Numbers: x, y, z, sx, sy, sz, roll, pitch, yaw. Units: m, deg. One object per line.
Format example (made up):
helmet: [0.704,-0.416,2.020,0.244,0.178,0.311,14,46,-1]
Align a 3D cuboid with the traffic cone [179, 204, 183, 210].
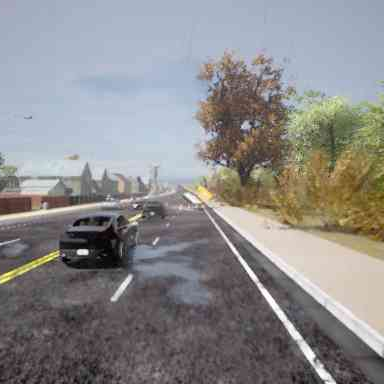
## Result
traffic cone: [-1.382,1.887,39.436,0.340,0.580,0.340,0,0,0]

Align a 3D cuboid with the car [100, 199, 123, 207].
car: [-9.837,1.529,40.952,1.895,1.301,4.718,0,0,0]

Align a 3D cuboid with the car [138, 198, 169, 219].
car: [-3.150,1.458,28.880,1.837,1.490,4.892,0,0,0]

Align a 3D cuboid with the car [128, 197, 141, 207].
car: [-6.589,1.422,40.837,2.128,1.511,4.902,0,0,0]

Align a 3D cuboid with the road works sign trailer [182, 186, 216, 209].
road works sign trailer: [0.502,0.935,40.688,3.560,2.880,2.380,0,32,-50]

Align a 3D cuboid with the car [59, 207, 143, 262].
car: [-3.151,1.490,12.012,1.837,1.490,4.892,0,0,0]
